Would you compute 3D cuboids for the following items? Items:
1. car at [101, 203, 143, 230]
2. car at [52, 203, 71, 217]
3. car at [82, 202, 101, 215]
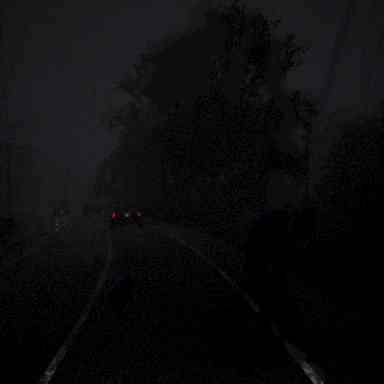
[{"bbox_3d":[-4.812,1.535,23.054,2.097,1.767,4.553,-2,0,-19],"label":"car"},{"bbox_3d":[-15.889,2.113,40.446,2.128,1.511,4.902,-2,0,-23],"label":"car"},{"bbox_3d":[-12.154,1.947,40.339,1.882,1.535,5.008,-2,0,-24],"label":"car"}]
